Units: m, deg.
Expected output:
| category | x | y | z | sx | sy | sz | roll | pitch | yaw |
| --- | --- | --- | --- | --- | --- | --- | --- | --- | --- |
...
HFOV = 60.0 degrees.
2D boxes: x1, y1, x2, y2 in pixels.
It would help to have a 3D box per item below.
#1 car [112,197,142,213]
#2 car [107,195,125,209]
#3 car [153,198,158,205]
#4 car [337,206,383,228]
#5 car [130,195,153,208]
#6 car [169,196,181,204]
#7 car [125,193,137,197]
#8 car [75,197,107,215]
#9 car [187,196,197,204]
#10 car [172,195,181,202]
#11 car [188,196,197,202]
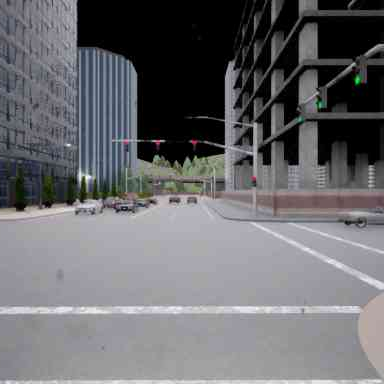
| category | x | y | z | sx | sy | sz | roll | pitch | yaw |
| --- | --- | --- | --- | --- | --- | --- | --- | --- | --- |
| car | -7.088 | 1.564 | 36.785 | 1.994 | 1.385 | 4.181 | 0 | 0 | 0 |
| car | -10.586 | 1.352 | 43.401 | 2.097 | 1.767 | 4.553 | 0 | 0 | 0 |
| car | -7.063 | 1.601 | 57.445 | 1.895 | 1.301 | 4.718 | 0 | 0 | 0 |
| car | 11.886 | 1.545 | 21.265 | 4.718 | 1.301 | 1.895 | 0 | 0 | 0 |
| car | -7.084 | 1.564 | 46.694 | 1.994 | 1.385 | 4.181 | 0 | 0 | 0 |
| car | -3.480 | 1.505 | 64.595 | 1.837 | 1.490 | 4.892 | 0 | 0 | 0 |
| car | -10.566 | 1.223 | 57.252 | 2.150 | 2.045 | 5.566 | 0 | 0 | 0 |
| car | -10.587 | 1.526 | 34.468 | 1.812 | 1.442 | 4.674 | 0 | 0 | 0 |
| car | 0.020 | 1.492 | 64.593 | 2.128 | 1.511 | 4.902 | 0 | 0 | 0 |
| car | -3.477 | 1.508 | 73.669 | 1.812 | 1.442 | 4.674 | 0 | 0 | 0 |
| car | 0.023 | 1.579 | 73.698 | 1.895 | 1.301 | 4.718 | 0 | 0 | 0 |
